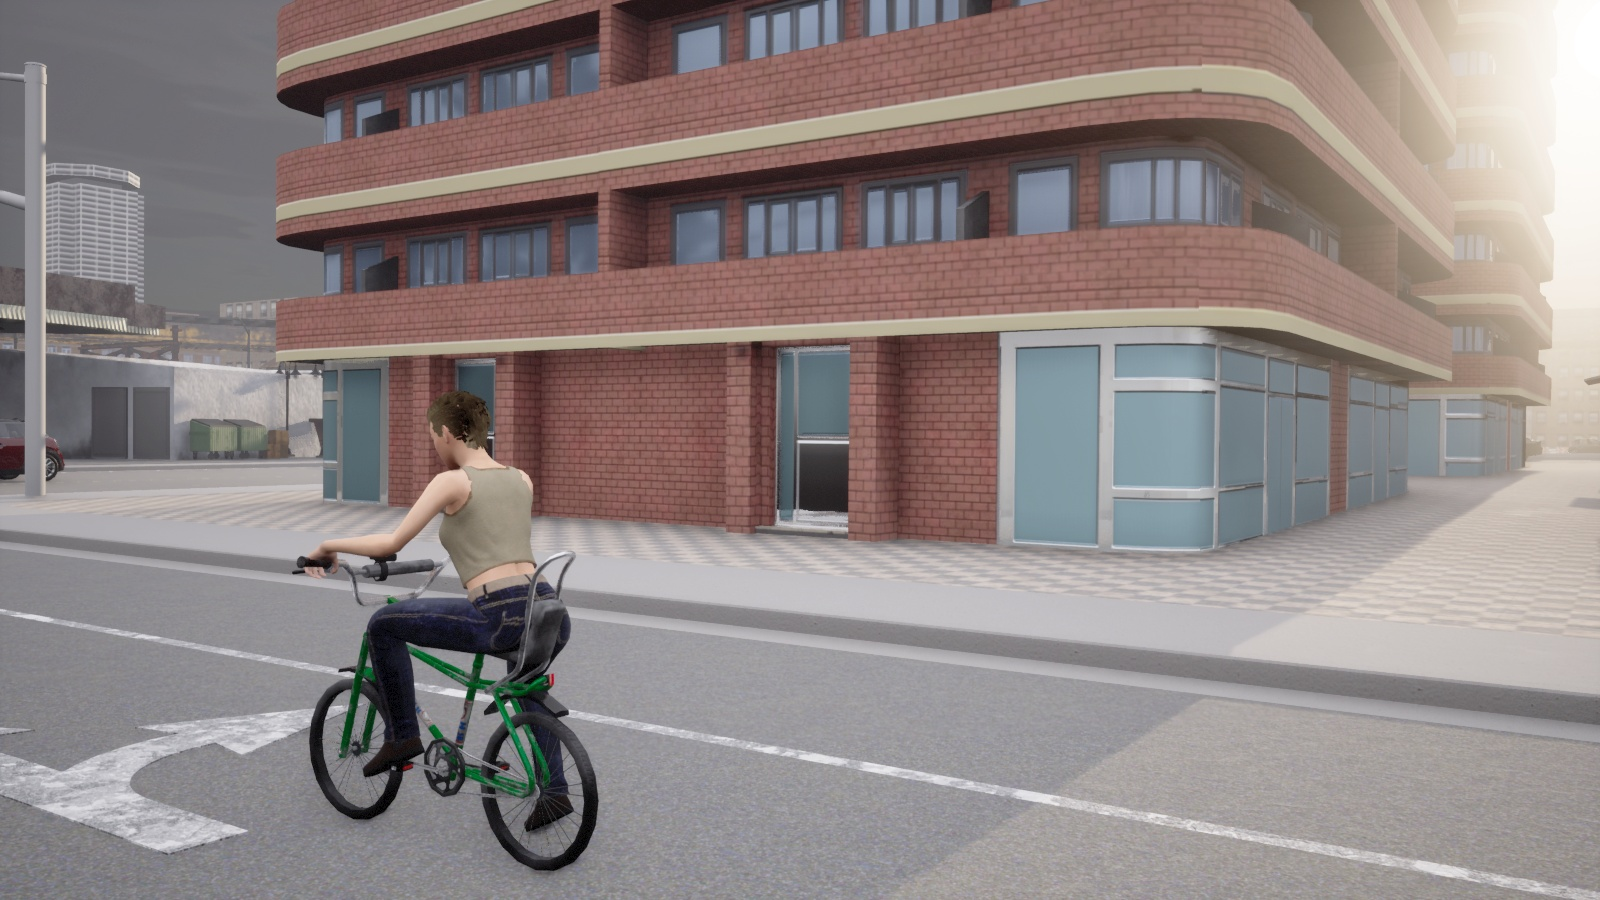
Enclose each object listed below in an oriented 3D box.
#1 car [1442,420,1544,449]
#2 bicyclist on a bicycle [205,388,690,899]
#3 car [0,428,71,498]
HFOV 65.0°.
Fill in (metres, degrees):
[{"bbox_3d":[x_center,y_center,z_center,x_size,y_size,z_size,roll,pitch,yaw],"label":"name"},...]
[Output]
[{"bbox_3d":[39.457,-0.862,71.520,4.892,1.490,1.837,-1,0,34],"label":"car"},{"bbox_3d":[-1.262,0.618,4.465,1.509,1.612,0.866,0,1,33],"label":"bicyclist on a bicycle"},{"bbox_3d":[-21.615,0.346,32.207,2.097,1.767,4.553,0,1,32],"label":"car"}]
